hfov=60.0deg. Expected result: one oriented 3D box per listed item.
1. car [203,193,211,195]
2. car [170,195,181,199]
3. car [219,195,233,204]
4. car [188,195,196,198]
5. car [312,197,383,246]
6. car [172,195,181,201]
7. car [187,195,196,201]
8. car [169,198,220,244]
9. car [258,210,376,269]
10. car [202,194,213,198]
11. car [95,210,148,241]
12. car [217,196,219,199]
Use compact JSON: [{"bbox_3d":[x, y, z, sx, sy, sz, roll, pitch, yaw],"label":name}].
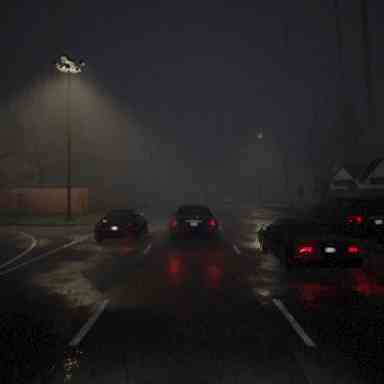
[{"bbox_3d":[3.473,1.155,77.631,2.150,2.045,5.566,0,0,0],"label":"car"},{"bbox_3d":[-3.523,1.560,66.348,2.033,1.411,5.357,0,0,0],"label":"car"},{"bbox_3d":[6.977,1.490,66.353,1.882,1.535,5.008,0,0,0],"label":"car"},{"bbox_3d":[-0.023,1.505,66.349,2.128,1.511,4.902,0,0,0],"label":"car"},{"bbox_3d":[7.088,1.224,15.309,2.150,2.045,5.566,0,0,0],"label":"car"},{"bbox_3d":[-3.527,1.416,76.768,1.994,1.385,4.181,0,0,0],"label":"car"},{"bbox_3d":[-0.027,1.415,76.769,1.994,1.385,4.181,0,0,0],"label":"car"},{"bbox_3d":[0.087,1.355,15.902,2.097,1.767,4.553,0,0,0],"label":"car"},{"bbox_3d":[3.581,1.550,11.100,2.033,1.411,5.357,0,0,0],"label":"car"},{"bbox_3d":[3.476,1.613,67.534,1.895,1.301,4.718,0,0,0],"label":"car"},{"bbox_3d":[-3.412,1.567,16.657,1.994,1.385,4.181,0,0,0],"label":"car"},{"bbox_3d":[6.973,1.340,76.772,1.882,1.535,5.008,0,0,0],"label":"car"}]
